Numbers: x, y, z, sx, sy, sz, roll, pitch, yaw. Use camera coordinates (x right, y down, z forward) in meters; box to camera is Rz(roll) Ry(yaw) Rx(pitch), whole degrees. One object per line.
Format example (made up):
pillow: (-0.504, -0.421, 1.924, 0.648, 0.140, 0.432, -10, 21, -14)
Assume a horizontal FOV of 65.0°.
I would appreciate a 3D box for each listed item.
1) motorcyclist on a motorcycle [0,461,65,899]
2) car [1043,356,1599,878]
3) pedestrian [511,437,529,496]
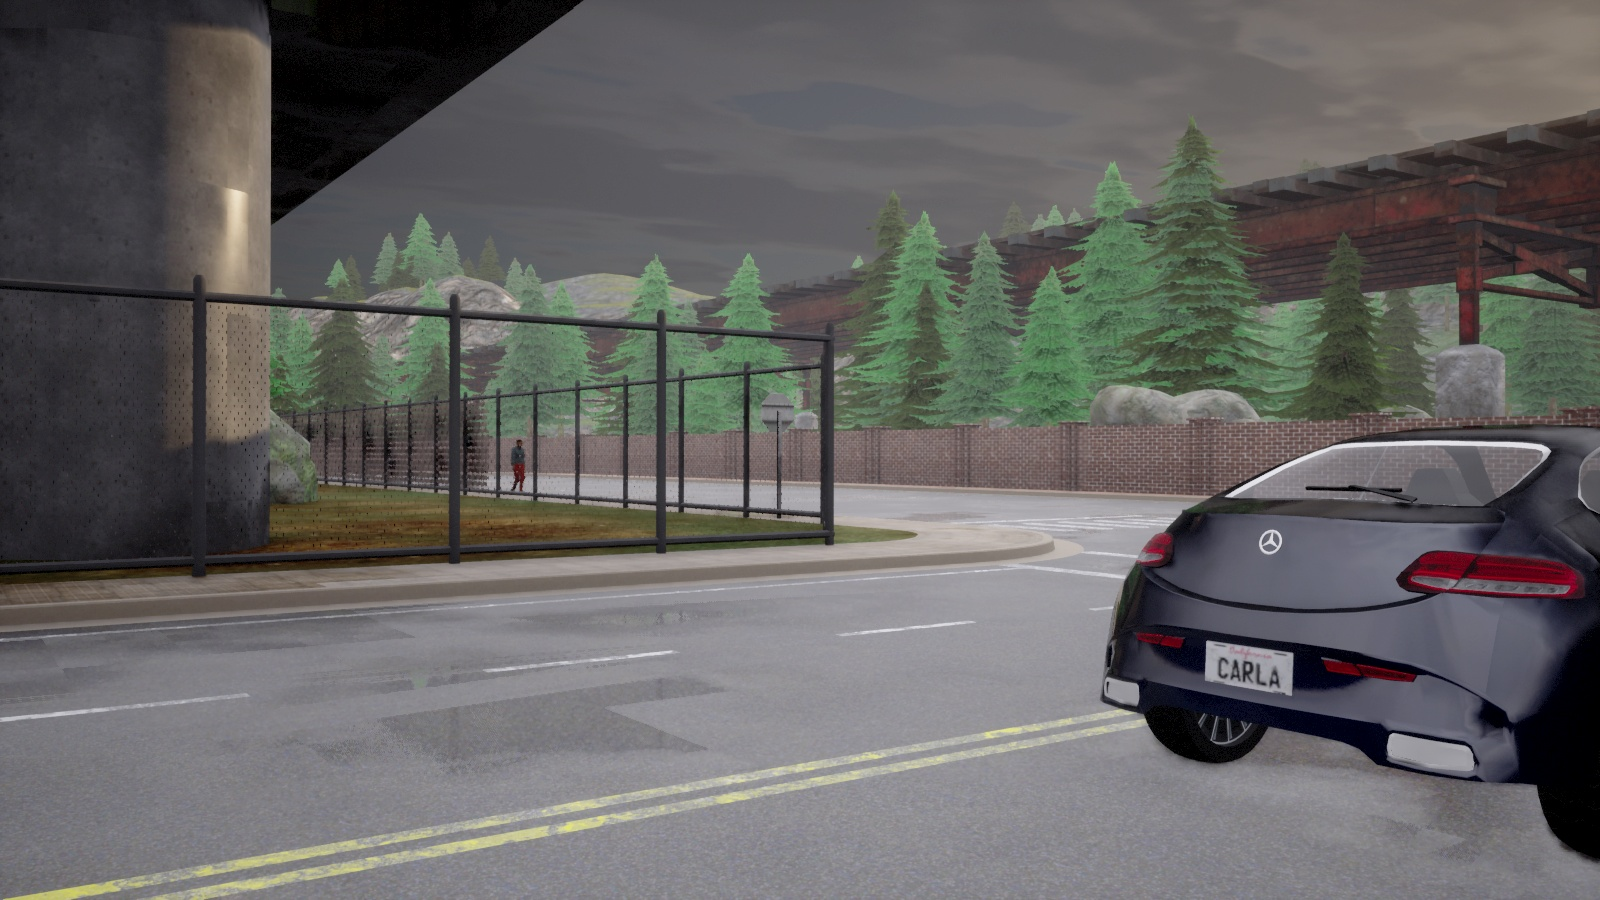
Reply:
motorcyclist on a motorcycle: (-2.448, 0.790, 1.955, 2.191, 1.530, 0.866, 0, 0, -35)
car: (3.789, 0.531, 6.297, 5.027, 1.651, 2.152, 0, 0, -35)
pedestrian: (-8.850, 0.519, 39.721, 0.353, 1.847, 0.614, 0, 0, -36)
